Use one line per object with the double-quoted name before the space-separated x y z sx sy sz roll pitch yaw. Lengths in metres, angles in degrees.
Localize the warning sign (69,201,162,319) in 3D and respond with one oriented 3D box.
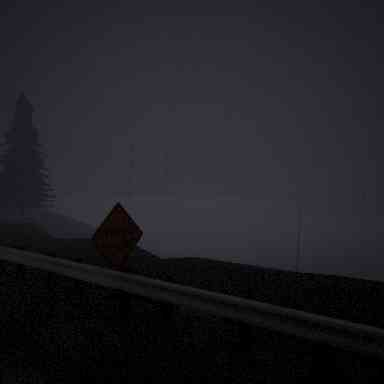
"warning sign" -1.397 1.114 6.188 1.060 1.860 1.300 0 0 36
